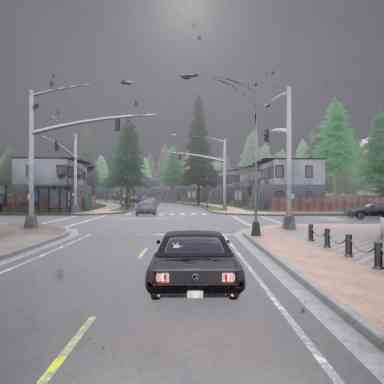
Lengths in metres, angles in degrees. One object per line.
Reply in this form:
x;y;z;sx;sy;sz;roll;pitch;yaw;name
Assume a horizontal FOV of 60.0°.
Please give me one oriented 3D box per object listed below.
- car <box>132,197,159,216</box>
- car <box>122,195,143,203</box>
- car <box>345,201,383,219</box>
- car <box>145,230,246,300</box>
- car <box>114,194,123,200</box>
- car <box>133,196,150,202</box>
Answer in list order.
-4.287;1.479;31.659;1.837;1.490;4.892;0;0;-3;car
-11.742;1.513;66.197;2.033;1.411;5.357;0;0;-26;car
15.403;1.510;28.078;4.674;1.442;1.812;0;0;1;car
0.032;1.601;8.349;1.895;1.301;4.718;0;0;-1;car
-16.972;1.322;80.005;4.674;1.442;1.812;0;0;45;car
-10.968;1.505;71.945;1.994;1.385;4.181;0;0;-36;car
